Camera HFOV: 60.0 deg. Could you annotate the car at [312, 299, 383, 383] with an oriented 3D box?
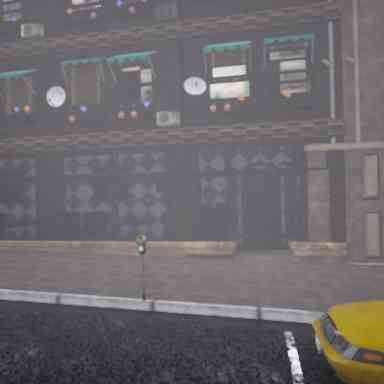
[{"bbox_3d":[3.907,1.555,3.626,4.829,1.417,1.752,0,-2,11],"label":"car"}]
